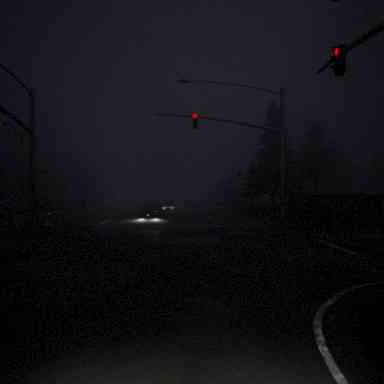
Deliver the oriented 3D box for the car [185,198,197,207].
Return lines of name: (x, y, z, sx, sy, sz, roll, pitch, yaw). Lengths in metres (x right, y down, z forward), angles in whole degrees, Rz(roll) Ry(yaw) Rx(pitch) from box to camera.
car: (-0.139, 1.601, 51.236, 1.895, 1.301, 4.718, 0, 0, 0)

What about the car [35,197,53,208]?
car: (-20.633, 1.384, 45.611, 1.970, 1.475, 3.806, 0, 0, 0)

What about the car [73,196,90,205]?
car: (-17.600, 1.374, 53.010, 1.845, 1.501, 3.633, 0, 0, 0)

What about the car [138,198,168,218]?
car: (-3.684, 1.547, 30.582, 2.033, 1.411, 5.357, 0, 0, 0)

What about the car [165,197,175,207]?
car: (-3.683, 1.547, 51.738, 2.033, 1.411, 5.357, 0, 0, 0)
